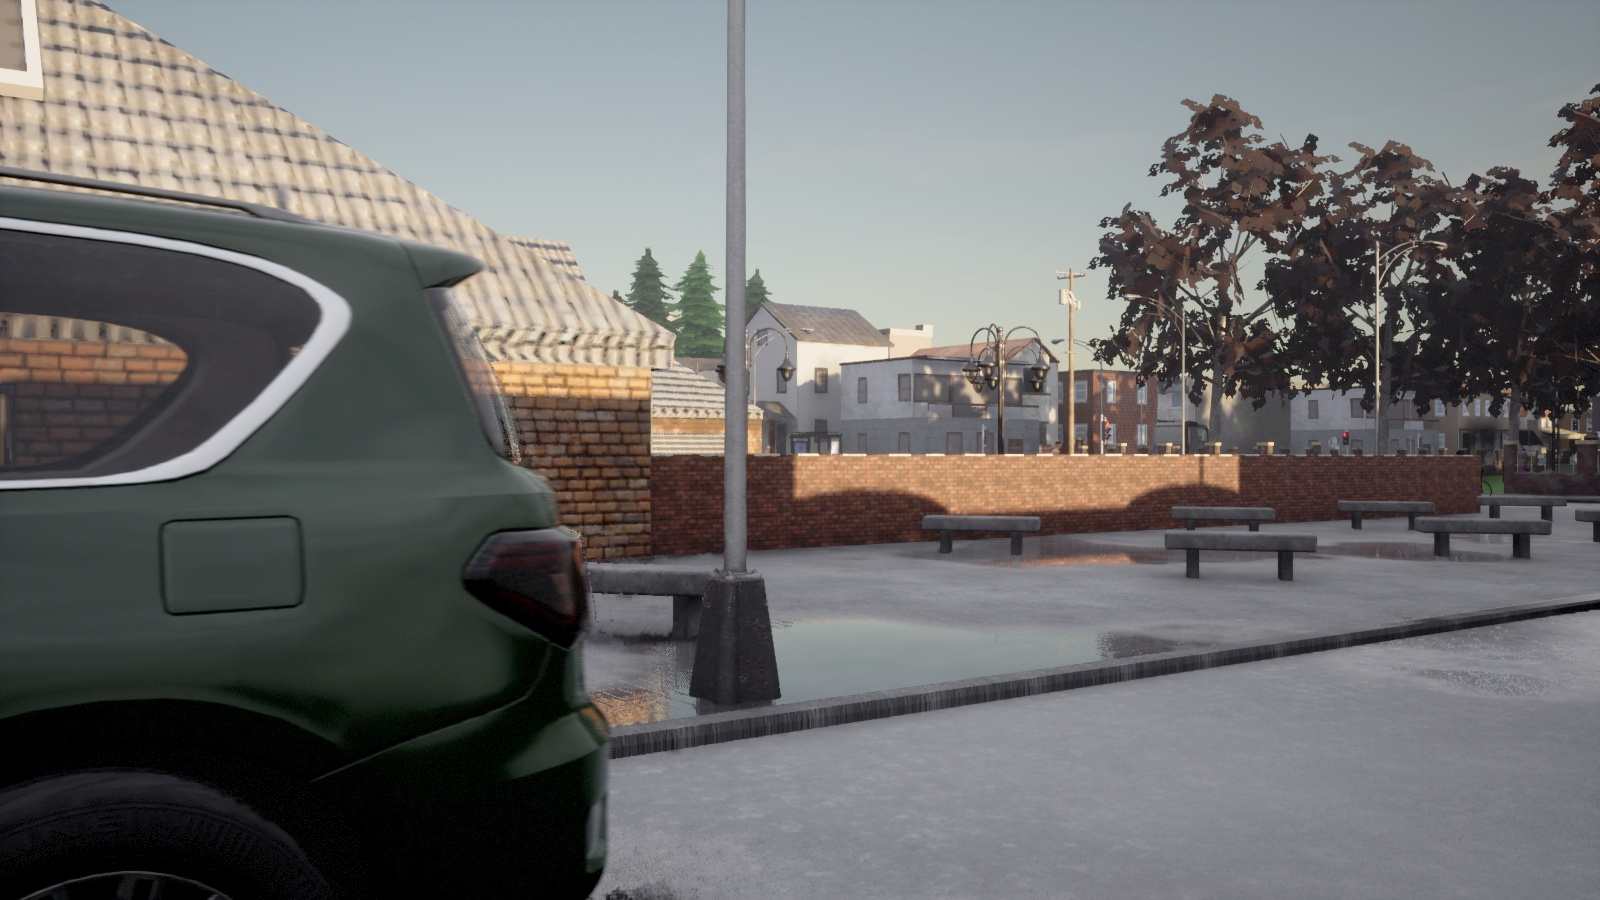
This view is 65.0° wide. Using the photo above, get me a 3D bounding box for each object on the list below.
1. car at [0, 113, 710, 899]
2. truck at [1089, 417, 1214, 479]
[{"bbox_3d":[-3.101,0.475,2.111,5.566,2.045,2.150,0,0,-35],"label":"car"},{"bbox_3d":[20.808,-0.100,74.047,7.936,3.462,2.891,0,0,-37],"label":"truck"}]
